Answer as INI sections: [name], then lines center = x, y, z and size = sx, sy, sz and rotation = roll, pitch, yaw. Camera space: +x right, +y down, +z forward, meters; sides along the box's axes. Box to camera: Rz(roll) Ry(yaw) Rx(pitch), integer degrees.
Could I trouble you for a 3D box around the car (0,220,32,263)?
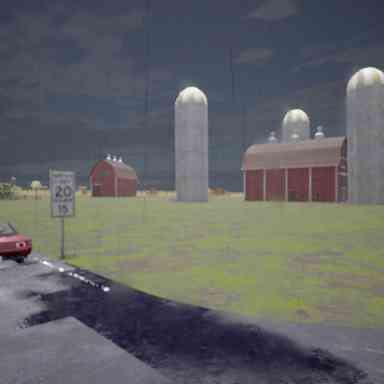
[car]
center = -6.973, 1.586, 10.923
size = 1.895, 1.301, 4.718
rotation = 0, 0, -43
